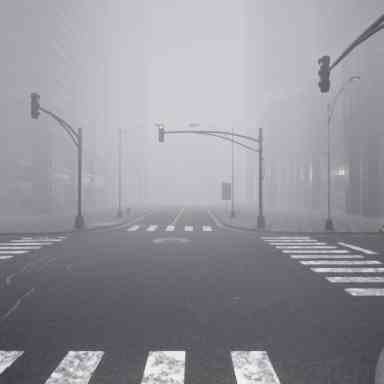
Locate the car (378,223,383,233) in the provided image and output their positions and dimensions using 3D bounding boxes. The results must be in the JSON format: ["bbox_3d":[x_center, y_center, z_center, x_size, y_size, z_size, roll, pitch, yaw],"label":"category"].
[{"bbox_3d":[11.755,1.563,16.220,4.829,1.417,1.752,0,-1,0],"label":"car"}]
